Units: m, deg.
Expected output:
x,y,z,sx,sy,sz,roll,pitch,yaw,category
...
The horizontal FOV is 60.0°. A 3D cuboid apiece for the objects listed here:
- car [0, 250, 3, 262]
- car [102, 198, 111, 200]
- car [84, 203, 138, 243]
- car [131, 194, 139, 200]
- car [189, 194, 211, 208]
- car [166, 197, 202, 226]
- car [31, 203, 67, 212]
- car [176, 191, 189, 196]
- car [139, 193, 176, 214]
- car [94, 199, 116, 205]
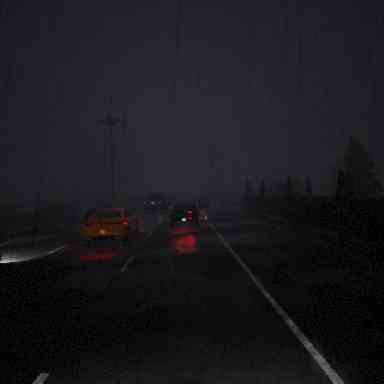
x,y,z,sx,sy,sz,roll,pitch,yaw,category
-7.178,1.812,9.211,1.994,1.385,4.181,-2,0,-2,car
-15.505,1.859,60.312,1.994,1.385,4.181,-3,0,19,car
-3.893,1.535,16.647,1.882,1.535,5.008,-2,0,-2,car
-9.770,1.220,65.526,2.150,2.045,5.566,-3,1,23,car
1.049,1.180,40.795,1.812,1.442,4.674,-3,0,10,car
-0.508,1.377,22.570,1.837,1.490,4.892,-3,1,0,car
-14.235,1.887,33.388,2.128,1.511,4.902,-3,0,5,car
-2.485,0.781,72.438,2.150,2.045,5.566,-3,0,27,car
-3.463,1.127,34.592,2.150,2.045,5.566,-3,0,6,car
-7.423,1.660,27.625,1.812,1.442,4.674,-3,0,2,car
